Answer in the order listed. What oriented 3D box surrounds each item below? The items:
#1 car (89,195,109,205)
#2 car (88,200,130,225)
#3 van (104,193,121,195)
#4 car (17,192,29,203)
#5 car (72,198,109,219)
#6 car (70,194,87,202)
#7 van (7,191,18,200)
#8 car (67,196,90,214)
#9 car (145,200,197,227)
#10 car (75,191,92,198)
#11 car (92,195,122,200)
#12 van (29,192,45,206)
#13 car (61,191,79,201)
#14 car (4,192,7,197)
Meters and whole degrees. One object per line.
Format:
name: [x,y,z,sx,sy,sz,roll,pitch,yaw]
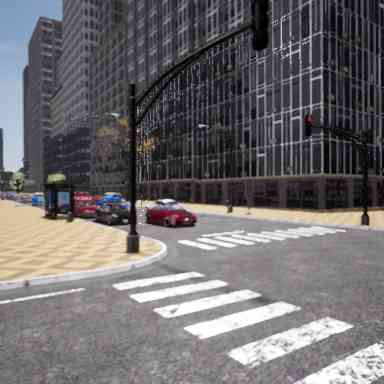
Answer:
car: [-14.530,1.190,51.796,1.802,1.307,4.206,0,1,-34]
car: [-5.541,1.503,23.527,1.947,1.339,4.313,0,1,-34]
van: [-11.325,1.001,47.099,1.690,1.788,3.998,0,1,-34]
car: [-27.860,1.128,56.462,2.008,1.369,4.403,0,1,-34]
car: [-8.731,1.468,28.234,1.802,1.307,4.206,0,1,-34]
car: [-20.937,1.086,61.186,1.802,1.307,4.206,0,1,-34]
van: [-37.470,0.760,70.544,1.690,1.788,3.998,0,1,-34]
car: [-11.886,1.401,32.961,1.947,1.339,4.313,0,1,-34]
car: [-1.453,1.506,22.347,1.994,1.385,4.181,-1,1,-34]
car: [-13.346,0.976,39.793,2.150,2.045,5.566,-1,1,-34]
car: [-7.351,1.327,30.994,1.882,1.535,5.008,-1,1,-34]
van: [-21.451,1.023,47.071,1.690,1.788,3.998,0,1,-34]
car: [-24.140,0.766,65.878,2.192,1.841,5.009,0,1,-34]
car: [-40.674,0.807,75.239,1.967,1.590,4.097,0,1,-34]
